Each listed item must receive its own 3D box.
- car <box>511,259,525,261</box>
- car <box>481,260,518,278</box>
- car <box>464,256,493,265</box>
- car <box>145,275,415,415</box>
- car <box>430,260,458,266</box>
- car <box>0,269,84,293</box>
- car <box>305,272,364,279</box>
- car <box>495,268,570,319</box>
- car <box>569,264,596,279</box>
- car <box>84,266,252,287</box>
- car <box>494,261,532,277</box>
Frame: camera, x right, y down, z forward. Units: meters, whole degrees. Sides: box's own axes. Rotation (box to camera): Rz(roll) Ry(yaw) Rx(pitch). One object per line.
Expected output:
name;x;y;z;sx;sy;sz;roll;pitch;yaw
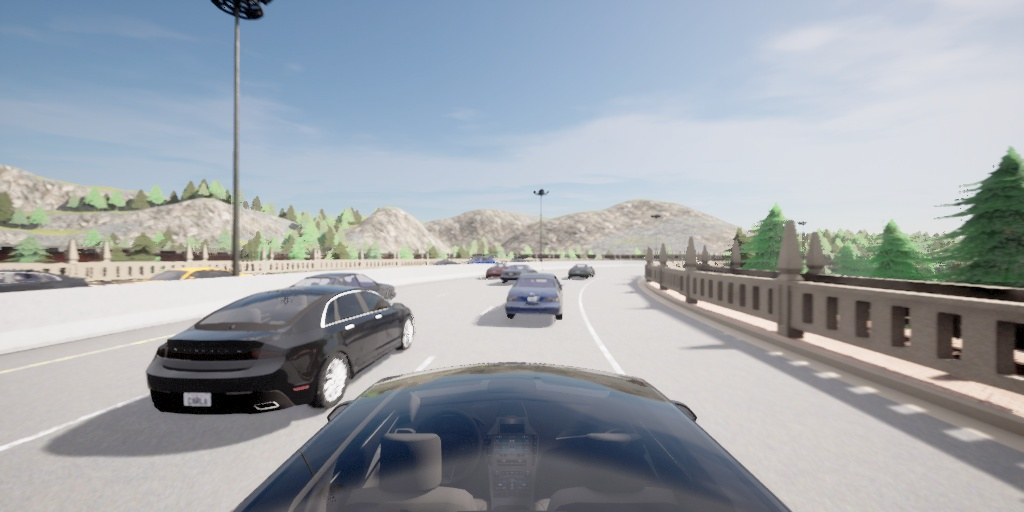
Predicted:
car;0.493;1.203;53.111;2.097;1.767;4.553;0;0;31
car;-0.887;1.373;33.787;1.994;1.385;4.181;0;0;20
car;-4.642;1.050;51.327;2.150;2.045;5.566;0;0;29
car;-3.163;1.252;6.153;1.837;1.490;4.892;0;0;3
car;-9.433;1.310;49.608;1.837;1.490;4.892;0;0;27
car;-16.949;1.196;11.421;2.128;1.511;4.902;0;0;6
car;-6.110;1.296;12.878;2.033;1.411;5.357;0;0;7
car;0.953;1.323;13.011;2.033;1.411;5.357;0;0;8
car;6.639;1.401;33.852;1.994;1.385;4.181;0;0;22
car;-13.085;1.203;14.441;1.882;1.535;5.008;0;0;8
car;0.668;1.350;27.760;2.033;1.411;5.357;0;0;17
